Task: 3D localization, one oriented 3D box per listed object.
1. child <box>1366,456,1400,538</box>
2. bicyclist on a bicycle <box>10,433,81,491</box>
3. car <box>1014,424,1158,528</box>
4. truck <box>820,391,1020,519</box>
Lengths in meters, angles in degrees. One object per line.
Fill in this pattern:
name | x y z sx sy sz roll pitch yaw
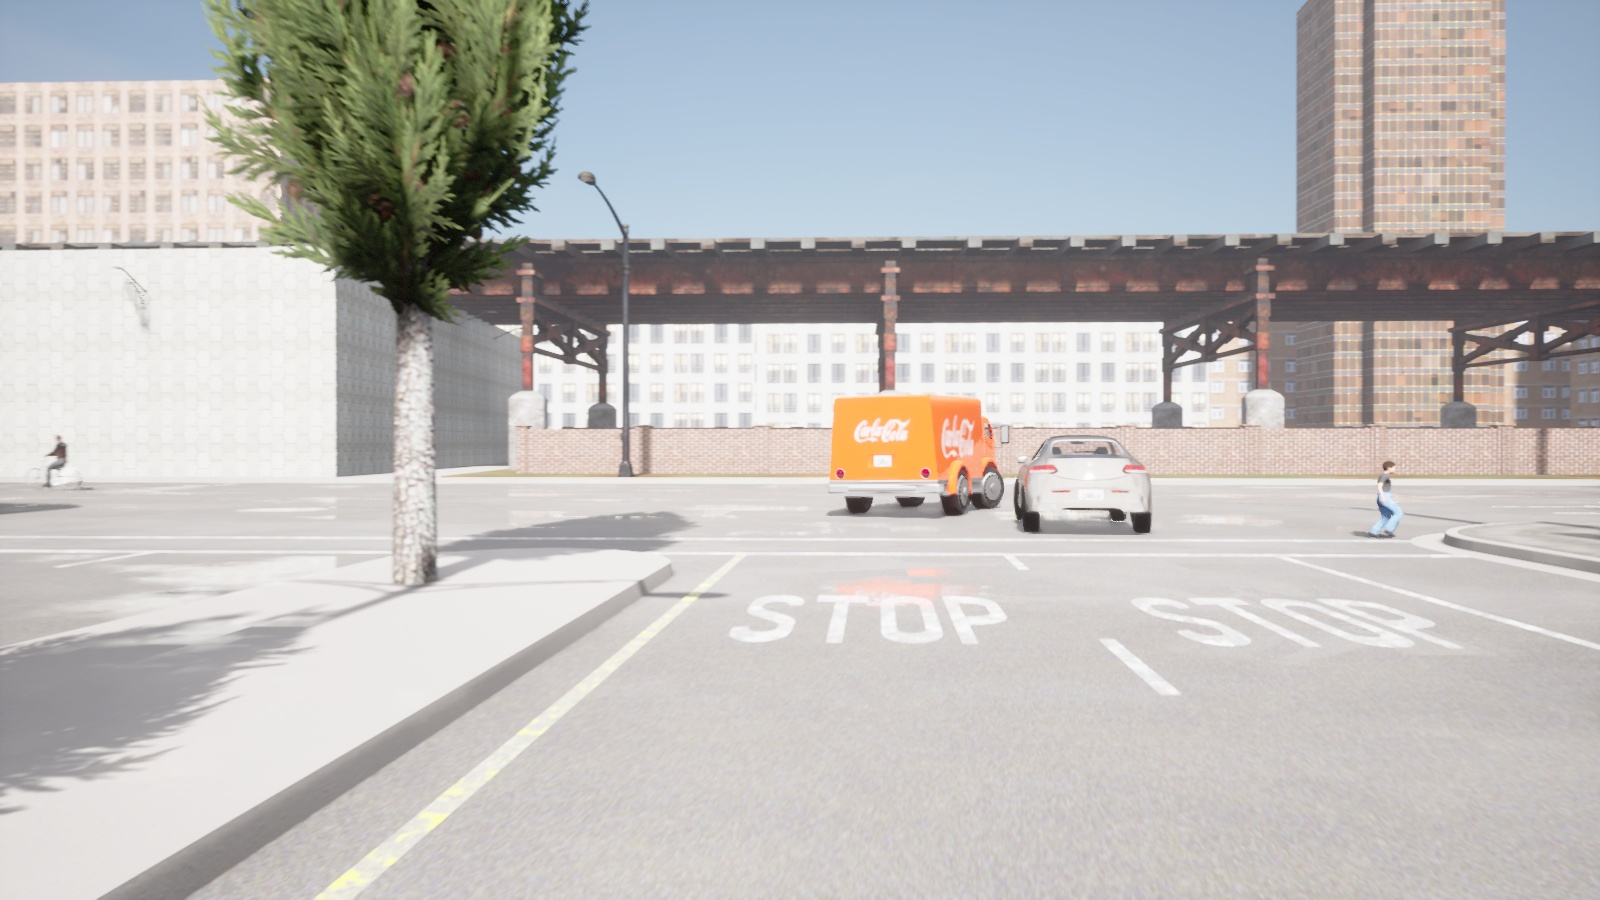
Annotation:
child | 9.050 0.726 19.504 0.437 1.263 0.270 0 0 13
bicyclist on a bicycle | -23.550 0.363 39.215 1.843 1.776 0.659 0 0 4
car | 5.004 0.405 22.633 2.152 1.651 5.027 0 0 8
truck | 2.748 0.108 27.266 2.627 2.467 5.204 -1 0 26
